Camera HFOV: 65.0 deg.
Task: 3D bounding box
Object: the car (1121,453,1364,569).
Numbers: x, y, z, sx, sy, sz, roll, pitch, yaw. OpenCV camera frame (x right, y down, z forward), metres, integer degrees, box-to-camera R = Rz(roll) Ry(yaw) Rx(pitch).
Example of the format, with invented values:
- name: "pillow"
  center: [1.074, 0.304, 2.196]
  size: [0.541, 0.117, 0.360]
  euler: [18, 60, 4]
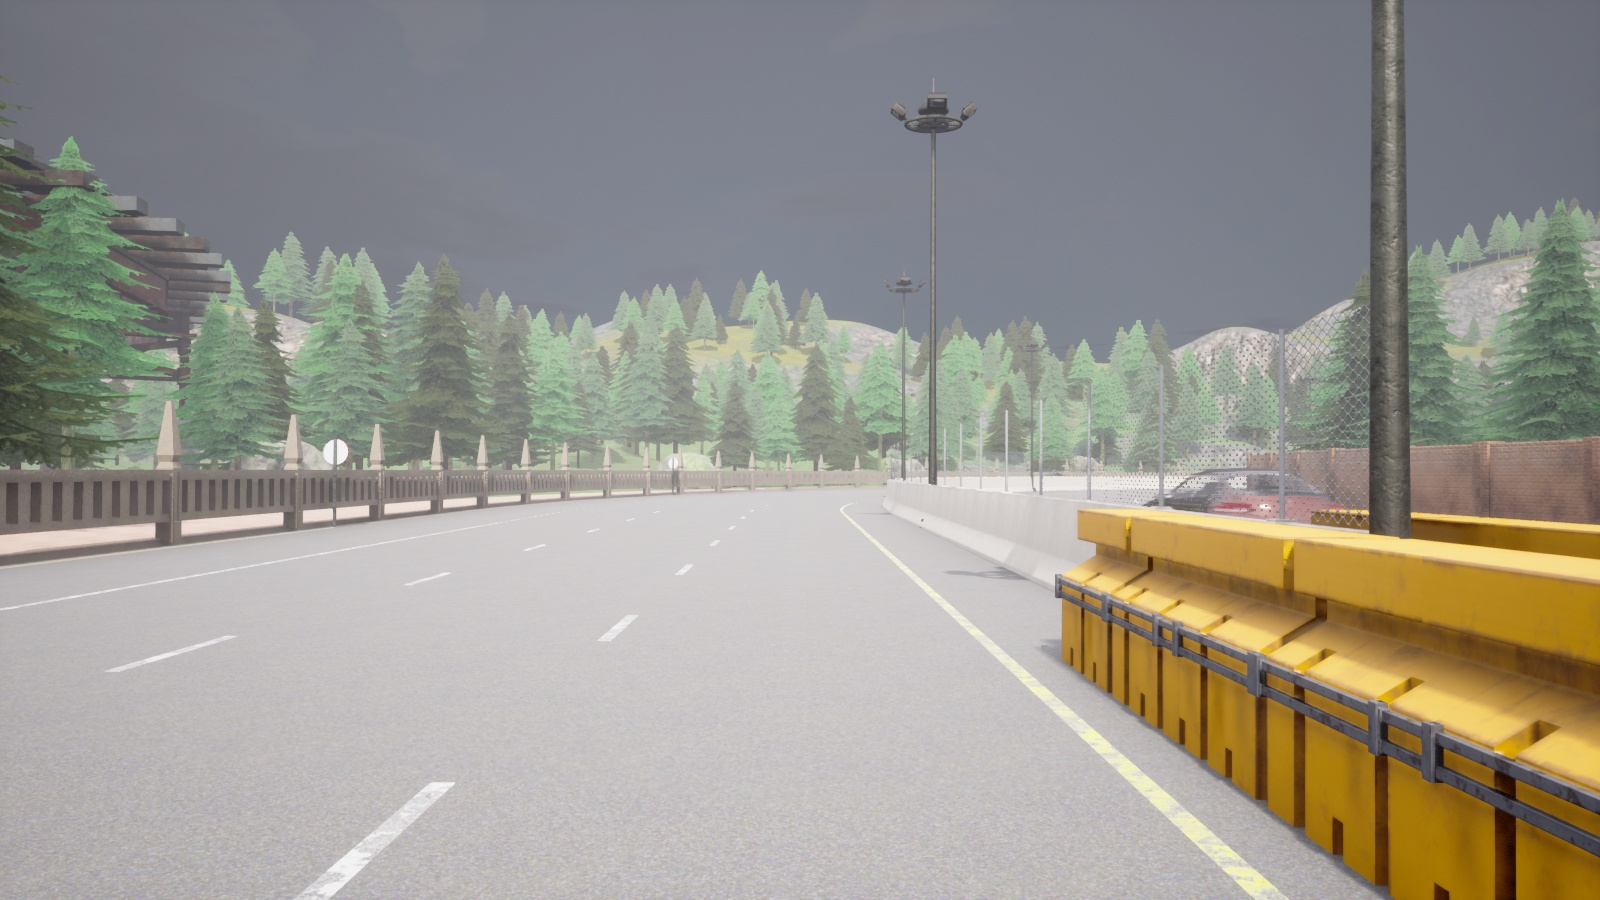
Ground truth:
- name: "car"
  center: [6.943, 0.907, 20.408]
  size: [2.152, 1.651, 5.027]
  euler: [0, -1, 0]
